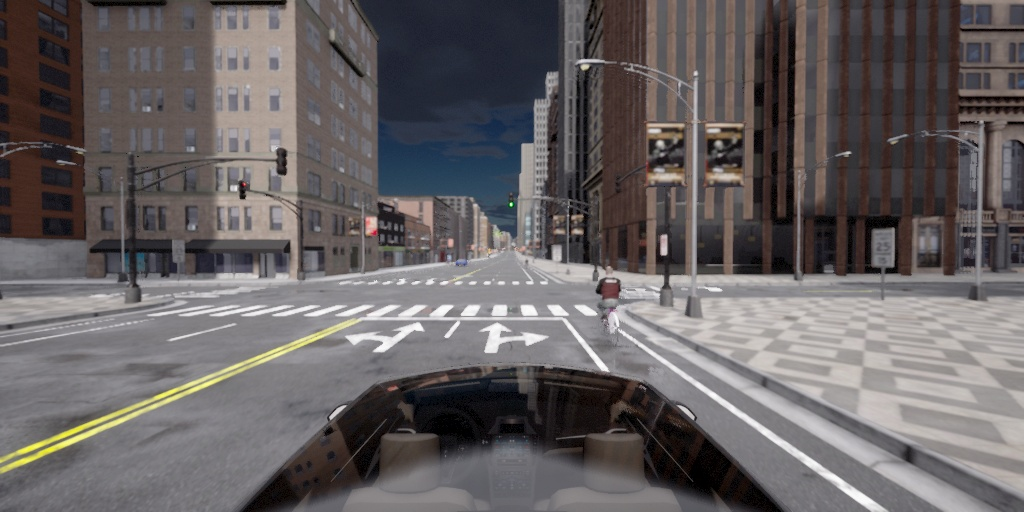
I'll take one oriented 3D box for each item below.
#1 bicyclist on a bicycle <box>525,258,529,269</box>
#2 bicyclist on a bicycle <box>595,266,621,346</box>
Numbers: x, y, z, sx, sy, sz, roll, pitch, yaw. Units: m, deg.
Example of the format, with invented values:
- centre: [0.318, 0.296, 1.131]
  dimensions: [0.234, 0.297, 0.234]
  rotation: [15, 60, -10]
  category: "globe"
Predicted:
- centre: [2.335, 1.159, 56.625]
  dimensions: [0.659, 1.776, 1.843]
  rotation: [0, 0, 0]
  category: "bicyclist on a bicycle"
- centre: [2.262, 1.122, 8.556]
  dimensions: [0.659, 1.776, 1.843]
  rotation: [0, 0, 0]
  category: "bicyclist on a bicycle"
